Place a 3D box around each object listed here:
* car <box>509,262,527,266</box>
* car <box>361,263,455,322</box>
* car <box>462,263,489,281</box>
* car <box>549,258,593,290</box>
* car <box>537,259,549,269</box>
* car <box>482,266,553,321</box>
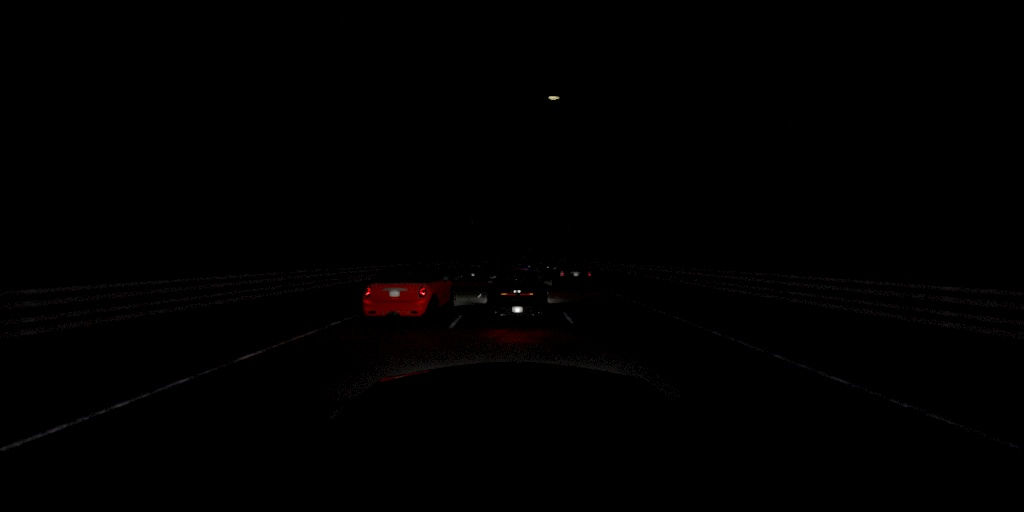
[{"bbox_3d":[0.549,1.232,30.638,1.882,1.535,5.008,0,0,2],"label":"car"},{"bbox_3d":[-3.324,1.092,12.340,2.097,1.767,4.553,0,0,1],"label":"car"},{"bbox_3d":[-2.965,1.277,30.193,1.812,1.442,4.674,0,0,2],"label":"car"},{"bbox_3d":[3.743,1.096,22.829,2.097,1.767,4.553,0,0,1],"label":"car"},{"bbox_3d":[4.551,1.374,46.606,1.994,1.385,4.181,0,0,3],"label":"car"},{"bbox_3d":[0.178,1.246,12.461,1.837,1.490,4.892,0,0,1],"label":"car"}]
